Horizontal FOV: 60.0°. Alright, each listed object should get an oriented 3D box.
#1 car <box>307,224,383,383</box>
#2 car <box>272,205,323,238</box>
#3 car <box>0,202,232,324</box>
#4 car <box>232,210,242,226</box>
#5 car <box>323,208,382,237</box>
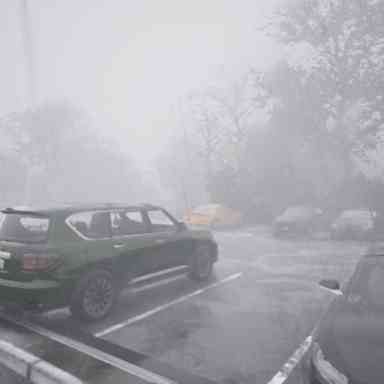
[{"bbox_3d":[2.979,1.472,4.324,2.231,1.521,4.892,0,0,36],"label":"car"},{"bbox_3d":[6.025,1.503,18.220,2.097,1.535,5.008,-1,0,36],"label":"car"},{"bbox_3d":[-1.570,1.252,7.600,2.435,2.045,5.566,0,0,36],"label":"car"},{"bbox_3d":[1.489,1.548,21.449,2.097,1.535,5.008,-1,0,36],"label":"car"},{"bbox_3d":[8.292,1.527,16.598,2.002,1.452,4.674,0,0,36],"label":"car"}]
